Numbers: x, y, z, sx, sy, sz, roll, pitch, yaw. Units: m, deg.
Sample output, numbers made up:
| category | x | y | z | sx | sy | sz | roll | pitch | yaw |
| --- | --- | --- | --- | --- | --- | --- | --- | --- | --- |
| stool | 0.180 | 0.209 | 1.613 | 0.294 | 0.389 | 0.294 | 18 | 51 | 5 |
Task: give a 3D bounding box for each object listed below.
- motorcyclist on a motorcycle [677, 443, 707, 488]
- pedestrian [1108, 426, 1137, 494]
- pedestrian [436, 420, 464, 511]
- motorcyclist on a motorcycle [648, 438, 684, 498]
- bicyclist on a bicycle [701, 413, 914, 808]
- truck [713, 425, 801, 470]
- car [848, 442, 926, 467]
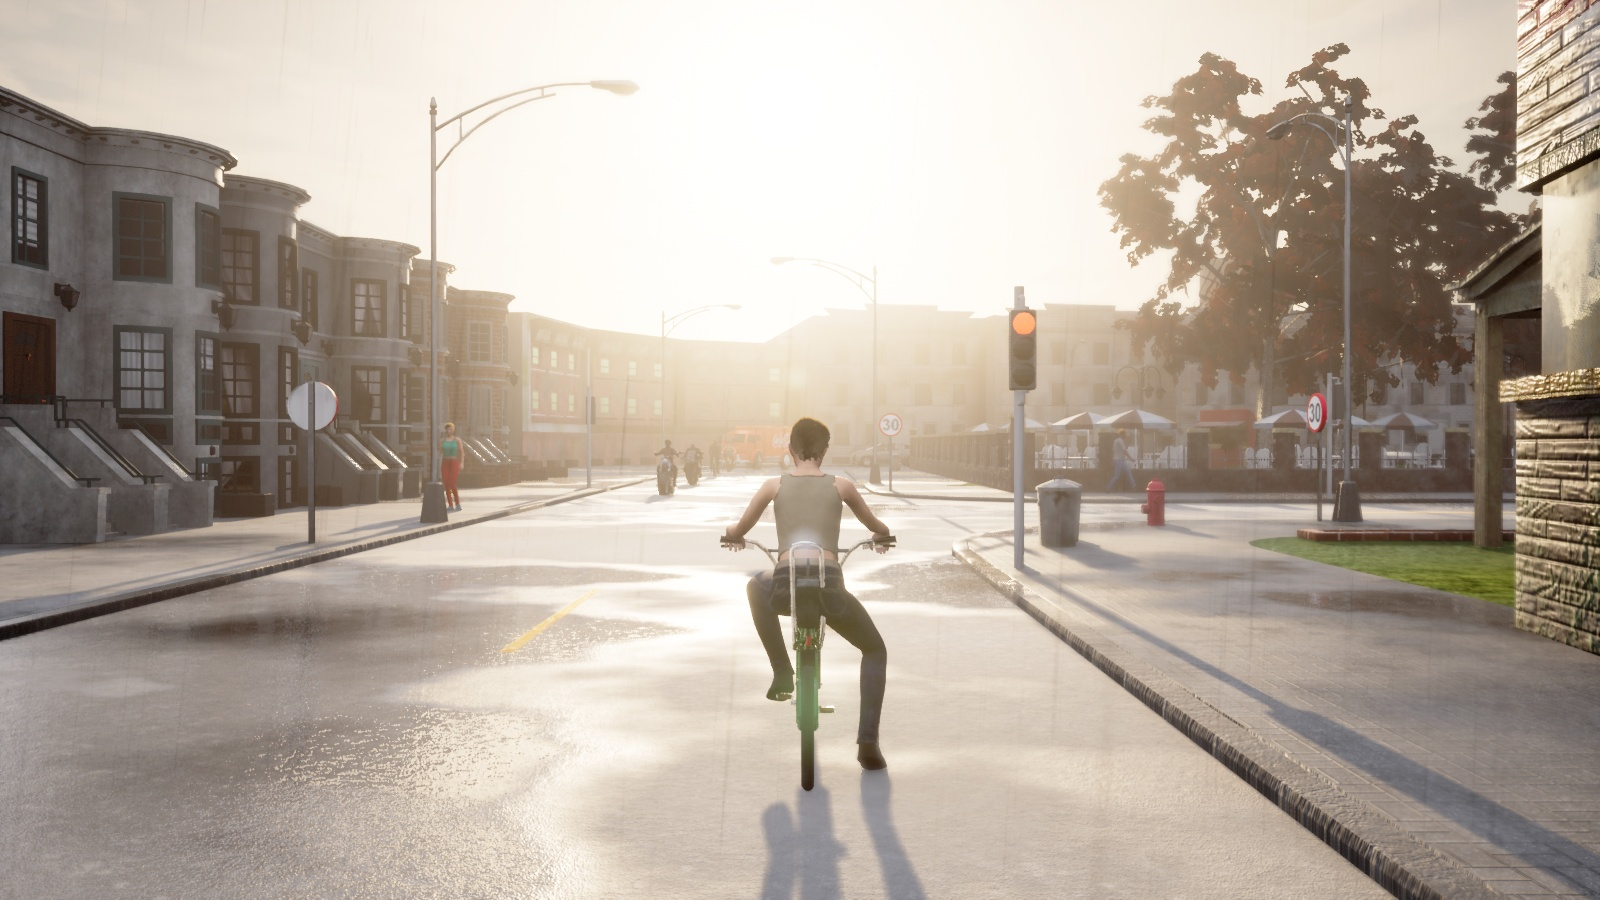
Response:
| category | x | y | z | sx | sy | sz | roll | pitch | yaw |
| --- | --- | --- | --- | --- | --- | --- | --- | --- | --- |
| motorcyclist on a motorcycle | -3.790 | 0.528 | 44.348 | 0.866 | 1.530 | 2.191 | 0 | 0 | 0 |
| pedestrian | 8.802 | 0.270 | 34.250 | 0.706 | 1.836 | 0.354 | 0 | 0 | 2 |
| pedestrian | -7.137 | 0.306 | 25.603 | 0.345 | 1.836 | 0.594 | 0 | 0 | 6 |
| motorcyclist on a motorcycle | -3.822 | 0.491 | 35.999 | 0.766 | 1.649 | 2.350 | 0 | 0 | 0 |
| bicyclist on a bicycle | 0.037 | 0.650 | 5.875 | 0.866 | 1.612 | 1.509 | 0 | 0 | 0 |
| truck | -2.418 | -0.146 | 71.994 | 2.627 | 2.467 | 5.204 | 0 | 0 | 31 |
| car | 5.372 | 0.260 | 77.722 | 4.514 | 1.525 | 2.007 | 0 | 0 | -5 |
